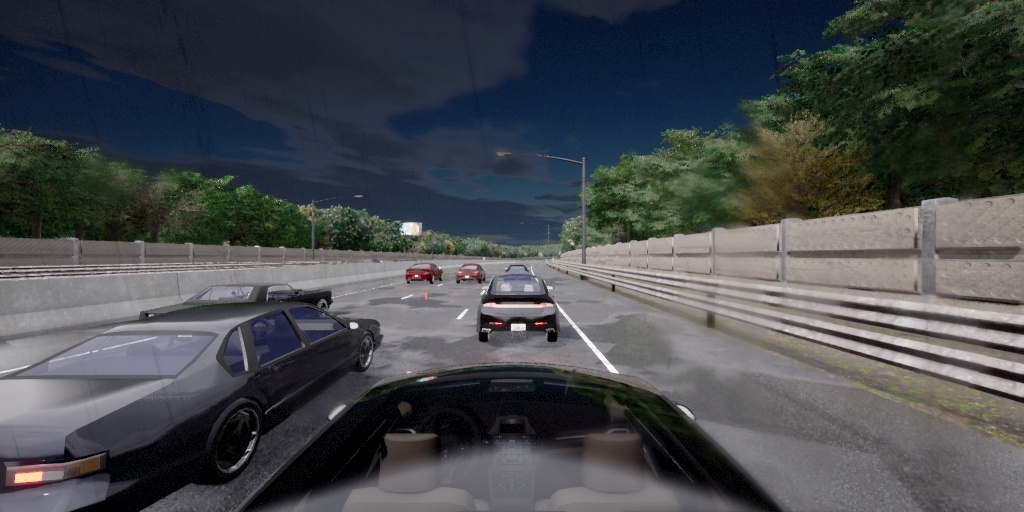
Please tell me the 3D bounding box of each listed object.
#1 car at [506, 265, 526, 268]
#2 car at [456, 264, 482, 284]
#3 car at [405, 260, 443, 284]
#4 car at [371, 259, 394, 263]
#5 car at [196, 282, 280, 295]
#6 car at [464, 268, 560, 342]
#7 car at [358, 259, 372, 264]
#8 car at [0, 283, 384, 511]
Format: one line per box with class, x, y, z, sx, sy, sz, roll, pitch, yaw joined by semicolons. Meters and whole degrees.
car;0.405;1.334;26.762;1.994;1.385;4.181;0;0;1
car;-3.092;1.295;27.374;1.812;1.442;4.674;0;0;1
car;-6.584;1.246;27.383;1.882;1.535;5.008;0;0;1
car;-19.702;1.357;56.638;2.128;1.511;4.902;0;0;3
car;-6.856;1.352;9.763;1.895;1.301;4.718;0;0;0
car;0.147;1.244;9.749;2.128;1.511;4.902;0;0;0
car;-23.129;1.219;58.046;2.097;1.767;4.553;0;0;3
car;-3.375;1.297;4.545;2.033;1.411;5.357;0;0;-1
